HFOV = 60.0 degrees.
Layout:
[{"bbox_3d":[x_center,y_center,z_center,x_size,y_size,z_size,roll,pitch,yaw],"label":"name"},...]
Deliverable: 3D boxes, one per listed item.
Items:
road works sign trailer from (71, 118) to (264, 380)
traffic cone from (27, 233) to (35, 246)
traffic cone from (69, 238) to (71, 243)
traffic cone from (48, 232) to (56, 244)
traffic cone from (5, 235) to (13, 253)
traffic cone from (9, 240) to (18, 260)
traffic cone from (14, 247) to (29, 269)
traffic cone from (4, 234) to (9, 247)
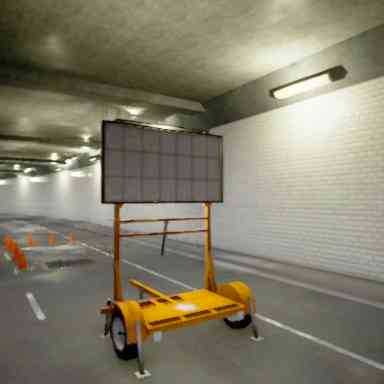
[{"bbox_3d":[-0.540,0.607,5.996,2.380,3.560,2.880,1,-2,-33],"label":"road works sign trailer"},{"bbox_3d":[-8.035,2.349,16.591,0.340,0.580,0.340,1,-2,-33],"label":"traffic cone"},{"bbox_3d":[-6.358,2.372,17.681,0.340,0.580,0.340,1,-2,-33],"label":"traffic cone"},{"bbox_3d":[-7.197,2.360,17.136,0.340,0.580,0.340,1,-2,-33],"label":"traffic cone"},{"bbox_3d":[-7.783,2.298,14.370,0.340,0.580,0.340,1,-2,-33],"label":"traffic cone"},{"bbox_3d":[-6.692,2.258,12.694,0.340,0.580,0.340,1,-2,-33],"label":"traffic cone"},{"bbox_3d":[-5.602,2.218,11.018,0.340,0.580,0.340,1,-2,-33],"label":"traffic cone"},{"bbox_3d":[-8.873,2.337,16.046,0.340,0.580,0.340,1,-2,-33],"label":"traffic cone"}]
